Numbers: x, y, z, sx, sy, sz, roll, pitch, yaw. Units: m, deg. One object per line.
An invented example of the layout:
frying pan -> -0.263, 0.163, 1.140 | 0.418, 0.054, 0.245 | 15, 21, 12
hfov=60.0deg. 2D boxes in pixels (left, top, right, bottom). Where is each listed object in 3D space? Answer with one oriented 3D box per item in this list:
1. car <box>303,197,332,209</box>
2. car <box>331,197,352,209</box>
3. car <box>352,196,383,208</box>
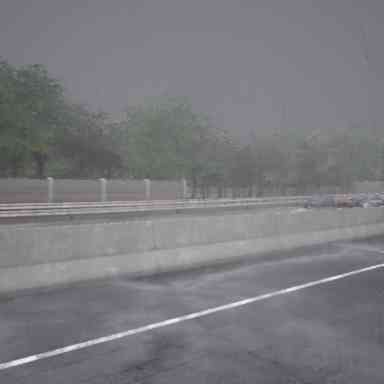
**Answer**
car -> 15.324, 1.238, 39.177 | 5.357, 1.411, 2.033 | -1, 1, -37
car -> 18.348, 1.265, 37.747 | 4.718, 1.301, 1.895 | -1, 1, -34
car -> 19.096, 1.175, 34.140 | 4.902, 1.511, 2.128 | -1, 1, -34
